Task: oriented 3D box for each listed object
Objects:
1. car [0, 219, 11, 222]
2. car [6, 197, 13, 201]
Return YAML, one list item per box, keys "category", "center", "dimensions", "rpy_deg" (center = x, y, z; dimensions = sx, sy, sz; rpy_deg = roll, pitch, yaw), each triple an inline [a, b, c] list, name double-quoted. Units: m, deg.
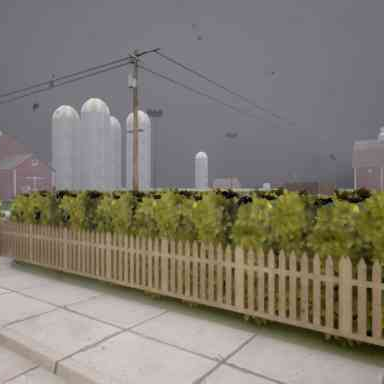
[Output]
- category: "car"
  center: [-9.629, 1.499, 13.887]
  dimensions: [1.837, 1.490, 4.892]
  rpy_deg: [2, 1, 38]
- category: "car"
  center: [-28.878, 1.486, 53.768]
  dimensions: [4.193, 1.474, 1.816]
  rpy_deg: [0, 0, 35]
